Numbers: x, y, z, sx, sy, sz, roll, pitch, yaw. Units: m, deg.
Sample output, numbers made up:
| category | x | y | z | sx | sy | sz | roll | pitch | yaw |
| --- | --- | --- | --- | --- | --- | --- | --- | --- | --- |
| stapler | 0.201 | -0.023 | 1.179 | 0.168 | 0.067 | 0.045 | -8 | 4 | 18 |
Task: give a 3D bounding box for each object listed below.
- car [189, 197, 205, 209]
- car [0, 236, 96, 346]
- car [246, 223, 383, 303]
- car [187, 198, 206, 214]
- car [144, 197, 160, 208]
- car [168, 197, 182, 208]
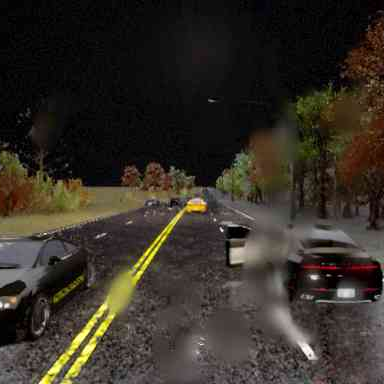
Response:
| category | x | y | z | sx | sy | sz | roll | pitch | yaw |
| --- | --- | --- | --- | --- | --- | --- | --- | --- | --- |
| car | 0.709 | 1.561 | 47.288 | 2.128 | 1.511 | 4.902 | 0 | 0 | 2 |
| car | -3.313 | 1.578 | 6.369 | 1.994 | 1.385 | 4.181 | 0 | 0 | 0 |
| car | 2.708 | 1.523 | 8.228 | 1.837 | 1.490 | 4.892 | 0 | 0 | 0 |
| car | 0.502 | 1.538 | 36.073 | 1.882 | 1.535 | 5.008 | 0 | 0 | 2 |
| car | -5.850 | 1.561 | 49.323 | 2.128 | 1.511 | 4.902 | 0 | 0 | 2 |
| car | -2.546 | 1.576 | 51.153 | 1.837 | 1.490 | 4.892 | 0 | 0 | 2 |
